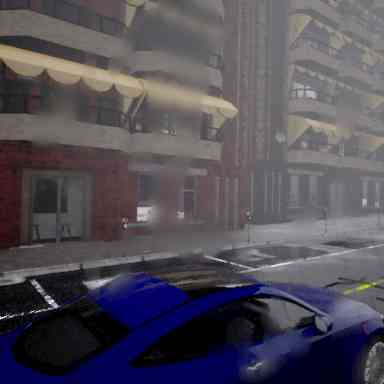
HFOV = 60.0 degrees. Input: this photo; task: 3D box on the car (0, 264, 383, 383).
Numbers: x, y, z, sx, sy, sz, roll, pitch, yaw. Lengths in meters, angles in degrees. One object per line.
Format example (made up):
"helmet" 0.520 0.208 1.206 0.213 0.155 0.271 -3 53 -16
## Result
"car" 0.229 1.526 3.442 4.674 1.442 1.812 0 0 -35
